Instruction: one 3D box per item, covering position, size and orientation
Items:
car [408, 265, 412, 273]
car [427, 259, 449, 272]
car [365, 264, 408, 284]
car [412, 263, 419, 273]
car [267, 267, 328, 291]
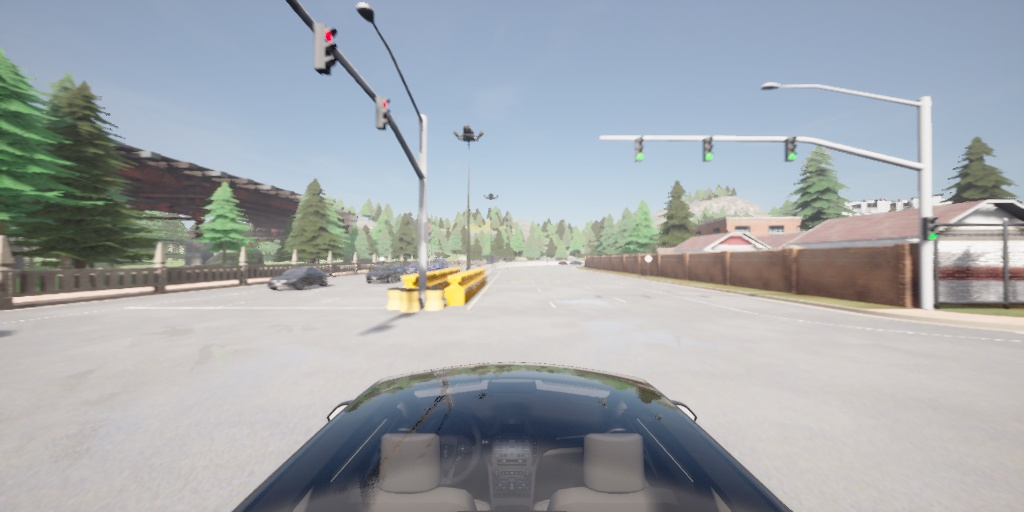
[{"bbox_3d":[-14.023,1.686,43.269,1.994,1.385,4.181,0,-1,0],"label":"car"},{"bbox_3d":[-10.493,1.416,51.229,2.150,2.045,5.566,0,-1,0],"label":"car"},{"bbox_3d":[-10.574,1.507,30.038,1.837,1.490,4.892,0,0,0],"label":"car"},{"bbox_3d":[-13.989,1.729,52.393,1.812,1.442,4.674,0,-1,0],"label":"car"},{"bbox_3d":[-14.088,1.475,23.952,1.812,1.442,4.674,0,-1,0],"label":"car"}]
